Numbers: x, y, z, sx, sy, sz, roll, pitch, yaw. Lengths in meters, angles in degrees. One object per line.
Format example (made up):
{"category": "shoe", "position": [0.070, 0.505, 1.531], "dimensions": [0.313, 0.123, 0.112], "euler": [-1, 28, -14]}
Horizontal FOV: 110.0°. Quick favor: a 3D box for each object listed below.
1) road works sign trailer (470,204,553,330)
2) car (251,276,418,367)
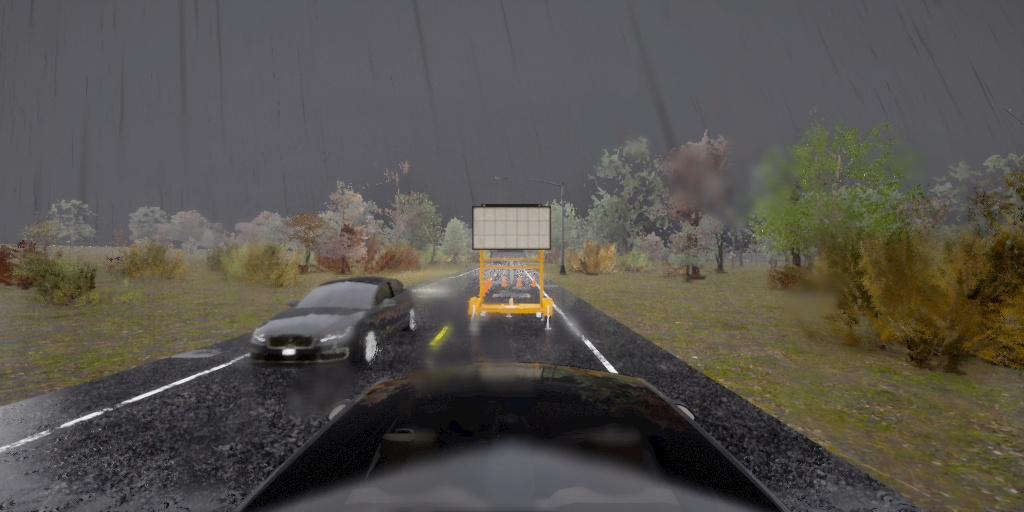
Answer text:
{"category": "road works sign trailer", "position": [-0.008, 0.214, 11.042], "dimensions": [2.380, 3.560, 2.880], "euler": [0, 0, 0]}
{"category": "car", "position": [-3.504, 1.255, 8.056], "dimensions": [1.837, 1.490, 4.892], "euler": [0, 0, 0]}
